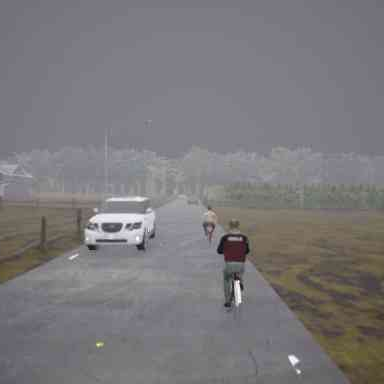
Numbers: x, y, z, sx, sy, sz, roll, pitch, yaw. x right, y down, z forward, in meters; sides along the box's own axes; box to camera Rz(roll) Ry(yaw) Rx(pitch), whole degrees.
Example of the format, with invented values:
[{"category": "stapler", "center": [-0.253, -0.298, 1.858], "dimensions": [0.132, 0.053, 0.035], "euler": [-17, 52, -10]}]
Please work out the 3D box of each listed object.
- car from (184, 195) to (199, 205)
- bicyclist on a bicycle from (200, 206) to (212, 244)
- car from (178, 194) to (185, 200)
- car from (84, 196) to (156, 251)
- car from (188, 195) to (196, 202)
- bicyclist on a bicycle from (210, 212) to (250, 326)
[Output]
[{"category": "car", "center": [0.115, 1.469, 59.945], "dimensions": [2.128, 1.511, 4.902], "euler": [0, 0, 0]}, {"category": "bicyclist on a bicycle", "center": [0.777, 1.443, 14.898], "dimensions": [0.866, 1.612, 1.509], "euler": [0, 0, 0]}, {"category": "car", "center": [-2.726, 1.309, 89.132], "dimensions": [2.097, 1.767, 4.553], "euler": [0, 0, 0]}, {"category": "car", "center": [-2.845, 1.228, 14.449], "dimensions": [2.150, 2.045, 5.566], "euler": [0, 0, 0]}, {"category": "car", "center": [0.019, 1.463, 73.881], "dimensions": [1.837, 1.490, 4.892], "euler": [0, 0, 0]}, {"category": "bicyclist on a bicycle", "center": [0.760, 1.373, 6.216], "dimensions": [0.659, 1.776, 1.843], "euler": [0, 0, 0]}]
